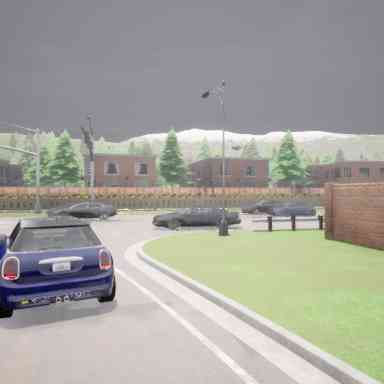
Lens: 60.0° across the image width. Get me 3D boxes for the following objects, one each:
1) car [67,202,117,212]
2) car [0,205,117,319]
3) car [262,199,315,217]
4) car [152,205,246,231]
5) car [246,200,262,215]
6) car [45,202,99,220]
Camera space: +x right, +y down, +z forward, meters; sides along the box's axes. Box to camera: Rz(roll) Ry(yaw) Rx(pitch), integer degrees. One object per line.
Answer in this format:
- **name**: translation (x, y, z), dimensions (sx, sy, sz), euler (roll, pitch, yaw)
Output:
- **car**: translation (-8.229, 1.491, 25.565), dimensions (4.902, 1.511, 2.128), euler (0, 0, -14)
- **car**: translation (-3.341, 1.352, 7.783), dimensions (2.097, 1.767, 4.553), euler (0, 0, -29)
- **car**: translation (8.859, 1.564, 29.825), dimensions (4.181, 1.385, 1.994), euler (0, 0, -14)
- **car**: translation (0.287, 1.548, 20.473), dimensions (5.357, 1.411, 2.033), euler (0, 0, -14)
- **car**: translation (7.356, 1.504, 33.058), dimensions (4.892, 1.490, 1.837), euler (0, 0, -14)
- **car**: translation (-10.232, 1.564, 28.672), dimensions (4.181, 1.385, 1.994), euler (0, 0, -14)
